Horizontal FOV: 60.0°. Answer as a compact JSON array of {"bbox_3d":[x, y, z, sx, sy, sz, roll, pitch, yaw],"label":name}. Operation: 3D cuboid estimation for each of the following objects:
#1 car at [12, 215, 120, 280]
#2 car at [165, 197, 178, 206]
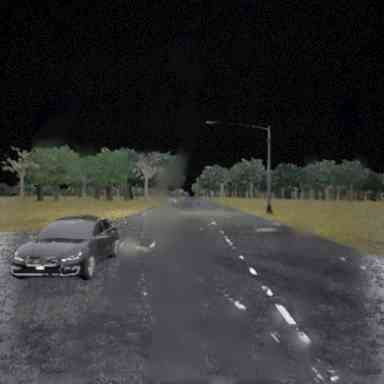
[{"bbox_3d":[-3.482,1.505,10.074,1.837,1.490,4.892,1,0,0],"label":"car"},{"bbox_3d":[-3.641,1.669,59.877,2.097,1.767,4.553,0,0,0],"label":"car"}]
